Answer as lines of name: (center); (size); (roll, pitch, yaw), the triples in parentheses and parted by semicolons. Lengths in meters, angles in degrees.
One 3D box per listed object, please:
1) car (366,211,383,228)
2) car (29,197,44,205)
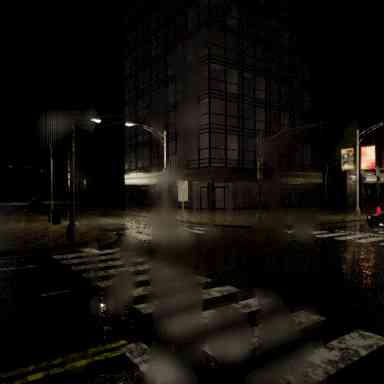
car: (12.934, 1.605, 20.803); (4.718, 1.301, 1.895); (0, 0, -35)
car: (-28.700, 1.690, 61.445); (2.033, 1.411, 5.357); (0, 0, -36)
